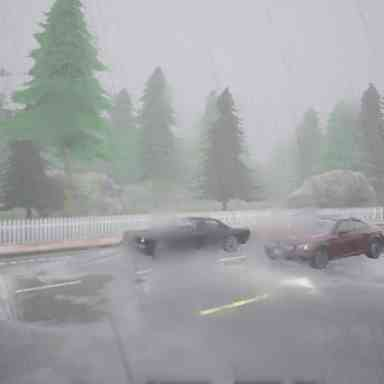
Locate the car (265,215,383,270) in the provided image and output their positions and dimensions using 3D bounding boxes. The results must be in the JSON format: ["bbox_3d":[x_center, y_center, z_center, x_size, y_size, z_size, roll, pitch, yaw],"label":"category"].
[{"bbox_3d":[4.564,1.528,11.165,4.674,1.442,1.812,-1,0,-32],"label":"car"}]

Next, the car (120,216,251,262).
[{"bbox_3d":[-0.156,1.600,12.255,4.718,1.301,1.895,0,0,-33],"label":"car"}]
